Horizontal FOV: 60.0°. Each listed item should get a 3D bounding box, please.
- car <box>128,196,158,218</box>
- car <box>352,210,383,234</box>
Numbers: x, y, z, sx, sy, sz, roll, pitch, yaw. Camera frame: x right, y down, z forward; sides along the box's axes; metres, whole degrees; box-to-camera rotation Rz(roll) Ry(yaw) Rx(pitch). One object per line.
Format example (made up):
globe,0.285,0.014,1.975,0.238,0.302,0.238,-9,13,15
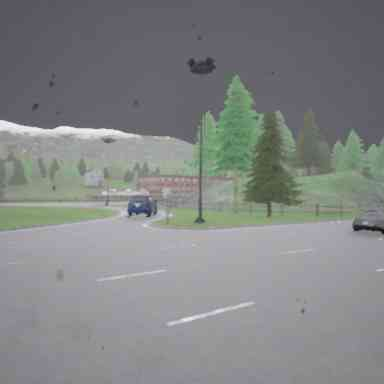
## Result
car,-4.836,1.399,33.136,2.150,2.045,5.566,1,0,3
car,11.916,1.819,20.848,4.181,1.385,1.994,1,0,-36
